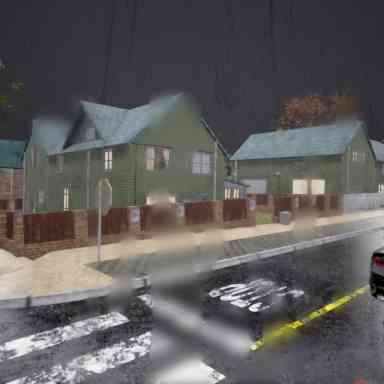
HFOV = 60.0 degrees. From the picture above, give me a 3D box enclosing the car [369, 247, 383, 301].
[{"bbox_3d":[5.410,1.365,6.829,5.008,1.535,1.882,-1,2,-42],"label":"car"}]
